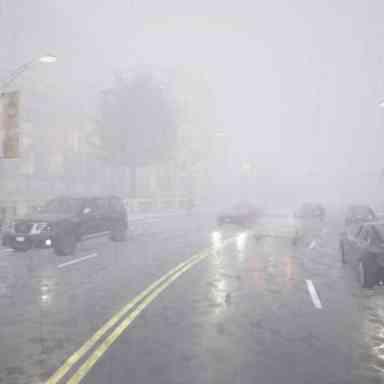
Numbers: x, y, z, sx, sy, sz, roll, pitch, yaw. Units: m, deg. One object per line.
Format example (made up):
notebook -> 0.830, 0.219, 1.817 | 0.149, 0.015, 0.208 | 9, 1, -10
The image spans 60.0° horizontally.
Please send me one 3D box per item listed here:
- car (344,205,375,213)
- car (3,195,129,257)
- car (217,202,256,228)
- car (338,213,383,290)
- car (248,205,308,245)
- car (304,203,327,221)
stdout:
car -> 11.902, 1.626, 23.643 | 2.033, 1.411, 5.357 | 1, 0, 27
car -> -4.594, 1.151, 13.231 | 2.150, 2.045, 5.566 | 0, 0, 19
car -> 3.293, 1.471, 22.456 | 1.882, 1.535, 5.008 | 1, 0, 27
car -> 5.236, 1.541, 8.939 | 1.837, 1.490, 4.892 | 0, 0, 16
car -> 4.256, 1.542, 15.867 | 1.812, 1.442, 4.674 | 1, -1, 24
car -> 10.162, 1.601, 27.963 | 2.033, 1.411, 5.357 | 1, 0, 27
